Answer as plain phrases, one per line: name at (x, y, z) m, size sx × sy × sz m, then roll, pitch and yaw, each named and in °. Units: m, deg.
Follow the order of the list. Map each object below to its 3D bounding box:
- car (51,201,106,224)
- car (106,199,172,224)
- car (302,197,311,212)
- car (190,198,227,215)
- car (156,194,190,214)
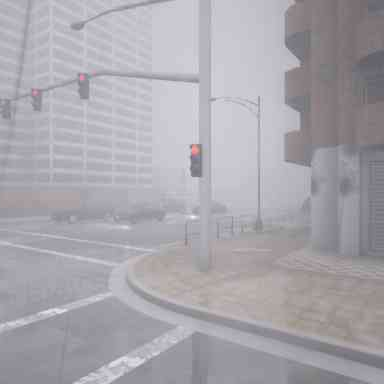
car at (-8.176, 1.478, 25.230) m, size 1.882 × 1.535 × 5.008 m, roll 0°, pitch 0°, yaw 35°
car at (-3.875, 1.526, 25.218) m, size 1.812 × 1.442 × 4.674 m, roll 0°, pitch 0°, yaw 35°
car at (14.466, 1.352, 38.722) m, size 2.097 × 1.767 × 4.553 m, roll 0°, pitch 0°, yaw 35°
car at (1.821, 1.564, 33.271) m, size 1.994 × 1.385 × 4.181 m, roll 0°, pitch 0°, yaw 36°
car at (-2.601, 1.352, 33.099) m, size 2.097 × 1.767 × 4.553 m, roll 0°, pitch 0°, yaw 35°
